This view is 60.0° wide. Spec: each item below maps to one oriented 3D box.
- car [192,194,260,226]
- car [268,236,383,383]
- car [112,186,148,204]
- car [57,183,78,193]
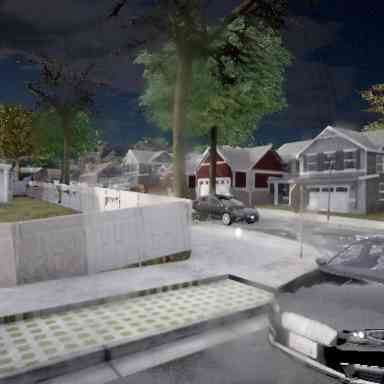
[{"bbox_3d":[1.646,0.926,18.568,1.837,1.490,4.892,1,2,-35],"label":"car"},{"bbox_3d":[3.292,1.497,5.211,4.902,1.511,2.128,0,0,-35],"label":"car"},{"bbox_3d":[-5.108,0.274,28.374,2.097,1.767,4.553,1,2,-35],"label":"car"},{"bbox_3d":[-17.408,-0.454,46.390,1.837,1.490,4.892,1,1,-34],"label":"car"}]
